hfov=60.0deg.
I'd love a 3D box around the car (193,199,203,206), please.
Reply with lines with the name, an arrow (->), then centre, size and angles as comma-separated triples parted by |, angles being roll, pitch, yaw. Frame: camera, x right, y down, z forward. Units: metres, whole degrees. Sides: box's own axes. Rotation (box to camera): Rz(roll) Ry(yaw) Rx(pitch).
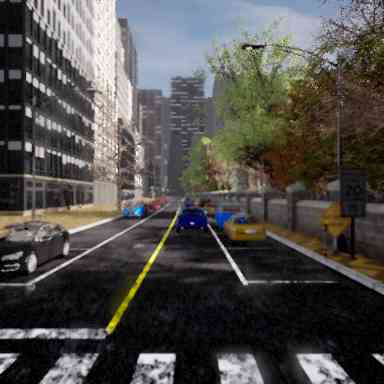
car -> 1.269, 2.220, 72.160 | 1.752, 1.417, 4.829 | 0, -1, -2

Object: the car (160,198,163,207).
car -> -6.210, 2.127, 55.133 | 1.802, 1.307, 4.206 | 0, -1, -2

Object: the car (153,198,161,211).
car -> -6.062, 2.037, 49.586 | 1.887, 1.381, 4.507 | 0, -1, -1

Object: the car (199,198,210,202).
car -> 1.960, 1.801, 49.813 | 2.192, 1.841, 5.009 | 0, -1, -1

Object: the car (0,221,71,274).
car -> -5.340, 1.666, 10.767 | 2.008, 1.369, 4.403 | 0, -1, 0

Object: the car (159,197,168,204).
car -> -7.429, 2.164, 88.403 | 2.192, 1.841, 5.009 | 0, -1, -3

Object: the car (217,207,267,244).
car -> 2.503, 1.692, 16.712 | 1.752, 1.417, 4.829 | 0, -1, 0

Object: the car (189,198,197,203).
car -> 0.342, 2.442, 94.162 | 2.008, 1.369, 4.403 | 0, -1, -3

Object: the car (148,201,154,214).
car -> -5.818, 1.932, 38.493 | 1.887, 1.381, 4.507 | 0, -1, -1

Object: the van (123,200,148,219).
van -> -5.720, 1.675, 32.950 | 1.690, 1.788, 3.998 | 0, -1, -1

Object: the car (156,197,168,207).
car -> -6.551, 1.963, 66.225 | 2.192, 1.841, 5.009 | 0, -1, -2

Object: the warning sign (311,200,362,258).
warning sign -> 4.918, 1.227, 11.432 | 1.300, 1.860, 1.060 | 0, 0, 0

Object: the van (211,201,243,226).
van -> 2.453, 1.560, 22.088 | 1.690, 1.788, 3.998 | 0, -1, -1

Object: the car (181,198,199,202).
car -> -0.467, 1.942, 45.715 | 2.128, 1.511, 4.902 | 0, 0, -1

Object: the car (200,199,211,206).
car -> 2.202, 1.908, 38.887 | 1.752, 1.417, 4.829 | 0, -1, -1

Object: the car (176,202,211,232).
car -> -0.016, 1.697, 21.892 | 1.882, 1.535, 5.008 | 0, -1, -1
